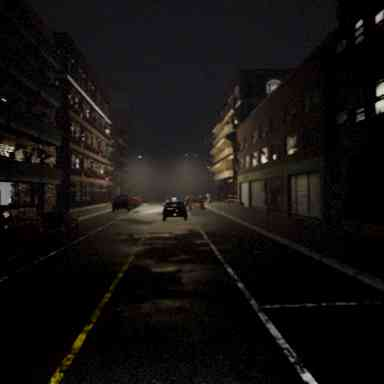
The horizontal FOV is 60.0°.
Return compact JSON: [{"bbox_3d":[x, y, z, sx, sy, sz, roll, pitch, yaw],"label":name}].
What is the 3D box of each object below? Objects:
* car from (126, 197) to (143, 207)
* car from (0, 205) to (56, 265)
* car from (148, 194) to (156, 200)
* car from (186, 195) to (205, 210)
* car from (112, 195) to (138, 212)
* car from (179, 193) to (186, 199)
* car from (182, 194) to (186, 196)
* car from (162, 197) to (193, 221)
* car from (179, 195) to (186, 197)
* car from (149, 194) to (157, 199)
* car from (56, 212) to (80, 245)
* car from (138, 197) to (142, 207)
[{"bbox_3d":[-8.499,1.444,49.398,1.887,1.381,4.507,-1,0,-3],"label":"car"},{"bbox_3d":[-6.193,1.359,10.010,2.192,1.841,5.009,-1,0,-3],"label":"car"},{"bbox_3d":[-10.806,1.300,88.782,2.008,1.369,4.403,-1,0,-3],"label":"car"},{"bbox_3d":[0.516,1.345,38.800,1.752,1.417,4.829,-1,0,-3],"label":"car"},{"bbox_3d":[-7.842,1.256,38.143,2.192,1.841,5.009,-1,0,-3],"label":"car"},{"bbox_3d":[-2.780,1.130,95.065,1.752,1.417,4.829,-1,0,-3],"label":"car"},{"bbox_3d":[-0.133,1.323,49.883,1.887,1.381,4.507,-1,0,-3],"label":"car"},{"bbox_3d":[-1.349,1.394,26.168,2.128,1.511,4.902,-1,0,-3],"label":"car"},{"bbox_3d":[-2.093,1.404,38.747,2.033,1.411,5.357,-1,0,-3],"label":"car"},{"bbox_3d":[-11.137,1.278,94.410,2.008,1.369,4.403,-1,0,-3],"label":"car"},{"bbox_3d":[-6.521,1.606,15.638,1.802,1.307,4.206,-1,0,-3],"label":"car"},{"bbox_3d":[-8.170,1.360,43.770,1.967,1.590,4.097,-1,0,-3],"label":"car"}]
